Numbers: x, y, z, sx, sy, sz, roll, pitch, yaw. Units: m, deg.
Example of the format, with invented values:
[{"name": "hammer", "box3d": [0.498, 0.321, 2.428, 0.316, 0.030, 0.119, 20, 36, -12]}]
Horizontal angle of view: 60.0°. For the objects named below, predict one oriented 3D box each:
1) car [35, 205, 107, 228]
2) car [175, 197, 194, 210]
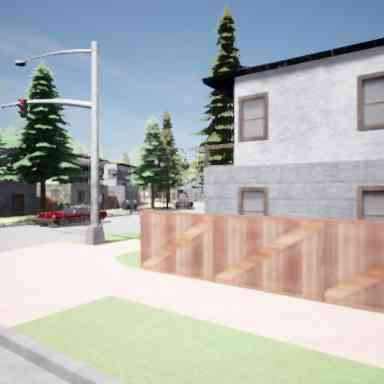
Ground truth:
[{"name": "car", "box3d": [-8.002, 1.577, 22.397, 1.895, 1.301, 4.718, 0, 0, 29]}, {"name": "car", "box3d": [-0.930, 1.481, 42.901, 1.837, 1.490, 4.892, 0, 0, 8]}]
